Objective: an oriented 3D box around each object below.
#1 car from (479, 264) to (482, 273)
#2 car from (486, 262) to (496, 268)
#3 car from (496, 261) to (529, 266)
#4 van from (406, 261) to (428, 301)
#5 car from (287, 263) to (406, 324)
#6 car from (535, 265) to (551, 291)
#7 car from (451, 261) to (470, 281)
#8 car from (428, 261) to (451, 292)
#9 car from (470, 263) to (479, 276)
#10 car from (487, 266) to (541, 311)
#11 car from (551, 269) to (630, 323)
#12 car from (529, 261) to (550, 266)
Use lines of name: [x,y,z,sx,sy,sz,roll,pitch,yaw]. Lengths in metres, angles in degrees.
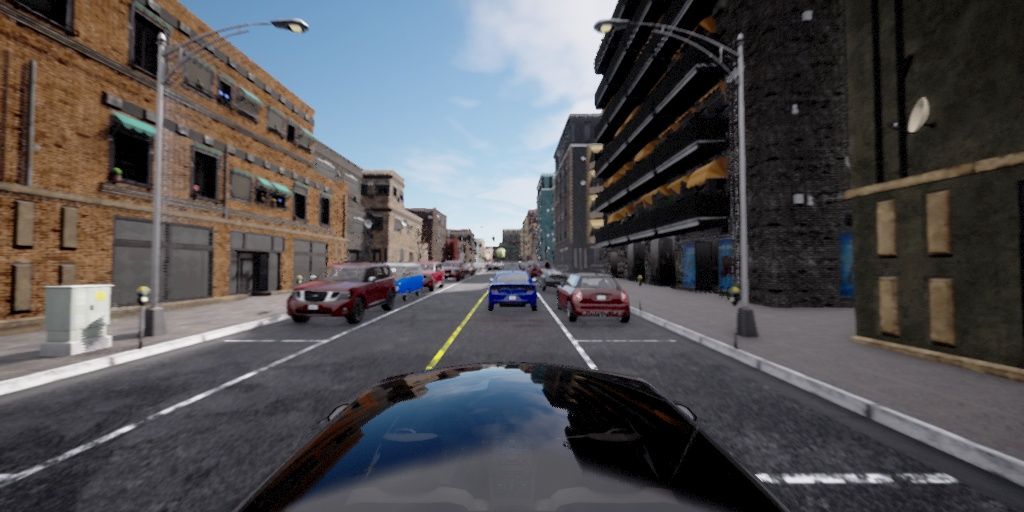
car: [-5.724,1.839,56.007,2.007,1.370,4.403,0,0,0]
car: [-3.077,1.924,59.610,1.895,1.301,4.718,0,-1,1]
car: [0.024,1.375,29.153,2.097,1.767,4.553,0,-1,1]
van: [-5.701,1.255,18.158,1.690,1.789,3.998,0,0,0]
car: [-5.697,1.175,12.751,2.192,1.841,5.009,0,0,0]
car: [2.677,1.519,23.563,2.007,1.370,4.403,0,0,0]
car: [-5.710,1.389,34.379,2.192,1.841,5.009,0,0,0]
car: [-5.704,1.283,23.565,2.192,1.841,5.009,0,0,0]
car: [-5.717,1.621,45.193,1.967,1.591,4.097,0,0,0]
car: [0.043,1.364,15.377,1.882,1.535,5.008,0,0,1]
car: [2.684,1.300,12.750,1.967,1.591,4.097,0,0,0]
car: [2.670,1.390,34.377,2.192,1.841,5.009,0,0,0]
